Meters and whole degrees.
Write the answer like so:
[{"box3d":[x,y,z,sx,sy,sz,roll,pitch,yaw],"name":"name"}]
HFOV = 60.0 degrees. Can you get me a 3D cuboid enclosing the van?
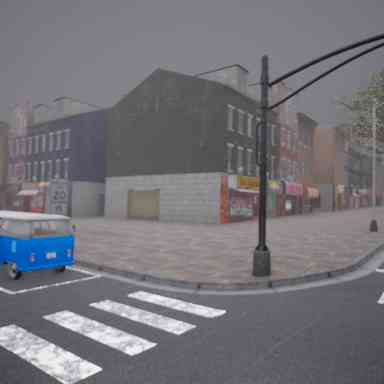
[{"box3d":[-5.325,1.520,10.310,3.998,1.788,1.690,0,-2,38],"name":"van"}]
